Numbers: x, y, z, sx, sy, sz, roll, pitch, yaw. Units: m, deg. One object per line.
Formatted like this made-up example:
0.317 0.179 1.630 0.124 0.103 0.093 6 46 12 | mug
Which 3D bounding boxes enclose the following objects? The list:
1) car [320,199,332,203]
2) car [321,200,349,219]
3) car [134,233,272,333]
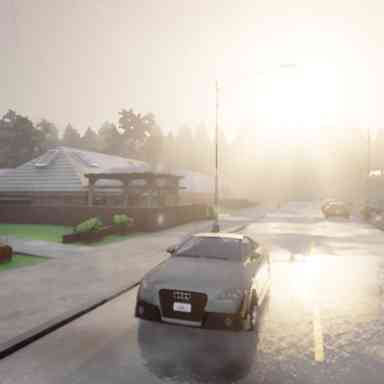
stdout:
16.602 1.655 40.161 1.837 1.490 4.892 0 0 20 | car
13.217 1.680 30.586 1.994 1.385 4.181 0 0 20 | car
0.510 1.582 6.952 1.994 1.385 4.181 0 0 19 | car
